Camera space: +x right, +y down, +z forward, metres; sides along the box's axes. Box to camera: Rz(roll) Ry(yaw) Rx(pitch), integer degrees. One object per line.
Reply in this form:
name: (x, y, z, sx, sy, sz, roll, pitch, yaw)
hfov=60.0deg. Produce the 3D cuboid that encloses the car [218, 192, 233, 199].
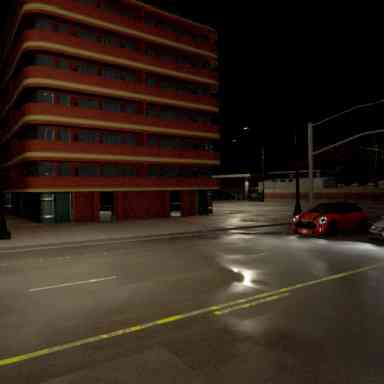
car: (8.957, 0.933, 86.196, 4.611, 1.667, 2.242, -1, 1, -35)

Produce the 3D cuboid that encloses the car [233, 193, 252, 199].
car: (12.928, 1.065, 81.973, 3.806, 1.475, 1.970, -1, 1, -35)

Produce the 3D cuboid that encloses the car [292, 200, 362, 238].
car: (7.425, 1.364, 17.797, 4.553, 1.767, 2.097, 0, 0, -35)

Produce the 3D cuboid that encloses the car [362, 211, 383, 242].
car: (10.097, 1.525, 15.390, 4.674, 1.442, 1.812, 0, 0, -35)
